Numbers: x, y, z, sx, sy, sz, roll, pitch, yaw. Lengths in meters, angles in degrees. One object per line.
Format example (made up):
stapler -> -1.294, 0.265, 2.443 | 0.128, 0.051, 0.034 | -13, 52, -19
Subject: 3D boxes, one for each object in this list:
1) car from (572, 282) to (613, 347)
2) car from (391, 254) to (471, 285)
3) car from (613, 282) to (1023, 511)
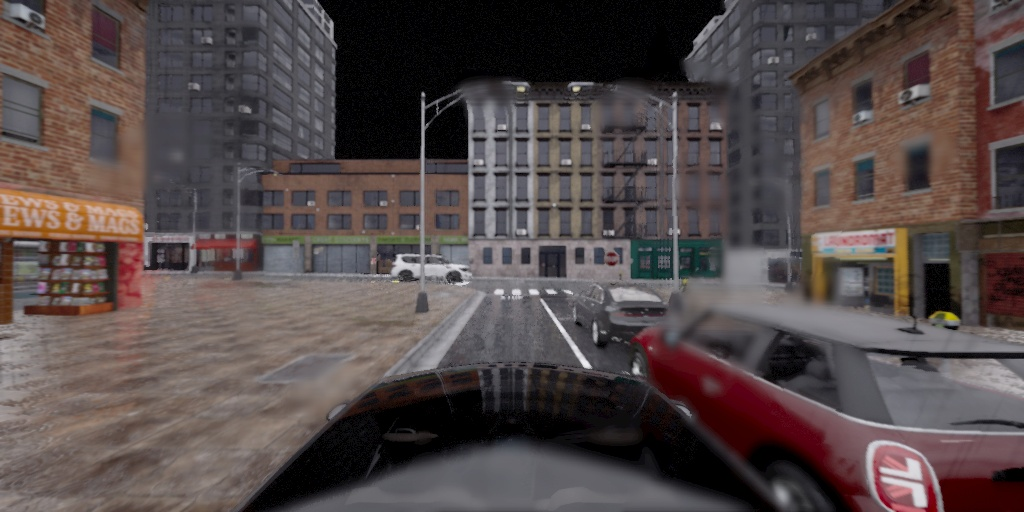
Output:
car -> 2.638, 1.324, 9.161 | 2.007, 1.370, 4.403 | 0, 0, 0
car -> -5.689, 0.925, 25.467 | 5.566, 2.045, 2.150 | 1, -1, 0
car -> 2.638, 1.196, 3.658 | 1.967, 1.591, 4.097 | 0, 0, 0
